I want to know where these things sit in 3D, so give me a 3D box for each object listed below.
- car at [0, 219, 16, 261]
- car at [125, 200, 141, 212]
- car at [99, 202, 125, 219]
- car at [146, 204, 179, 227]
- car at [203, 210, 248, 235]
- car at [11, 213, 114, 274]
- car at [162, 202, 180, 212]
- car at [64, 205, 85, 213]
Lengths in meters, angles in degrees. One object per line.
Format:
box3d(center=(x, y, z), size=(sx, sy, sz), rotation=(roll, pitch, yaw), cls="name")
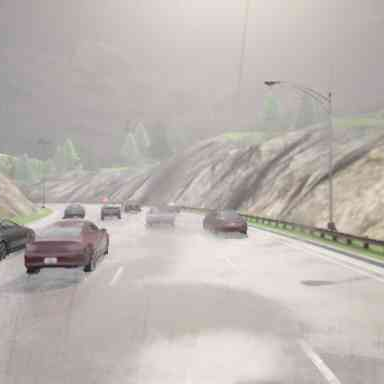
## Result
box3d(center=(-7.660, 1.742, 12.877), size=(1.994, 1.385, 4.181), rotation=(0, -1, -6), cls="car")
box3d(center=(-8.591, 1.876, 46.443), size=(2.097, 1.767, 4.553), rotation=(0, -1, -21), cls="car")
box3d(center=(-8.356, 1.888, 33.973), size=(2.128, 1.511, 4.902), rotation=(0, -1, -16), cls="car")
box3d(center=(-2.535, 1.878, 25.686), size=(1.895, 1.301, 4.718), rotation=(0, -1, -12), cls="car")
box3d(center=(1.925, 1.761, 20.401), size=(1.994, 1.385, 4.181), rotation=(0, -1, -9), cls="car")
box3d(center=(-3.937, 1.663, 11.046), size=(1.812, 1.442, 4.674), rotation=(0, -1, -5), cls="car")
box3d(center=(-3.009, 1.990, 41.668), size=(2.033, 1.411, 5.357), rotation=(0, -1, -19), cls="car")
box3d(center=(-12.243, 1.992, 34.782), size=(1.994, 1.385, 4.181), rotation=(0, -1, -16), cls="car")
